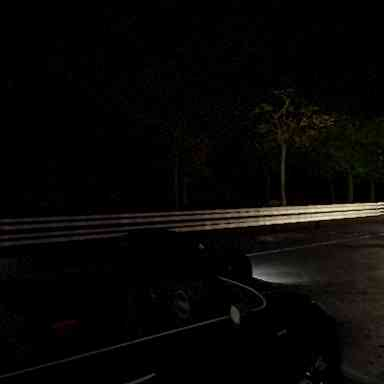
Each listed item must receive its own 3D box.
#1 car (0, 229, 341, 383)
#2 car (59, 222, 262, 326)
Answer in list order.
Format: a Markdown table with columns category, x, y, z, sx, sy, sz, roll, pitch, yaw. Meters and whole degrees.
| category | x | y | z | sx | sy | sz | roll | pitch | yaw |
| --- | --- | --- | --- | --- | --- | --- | --- | --- | --- |
| car | -0.502 | 1.349 | 3.386 | 4.553 | 1.767 | 2.097 | 0 | 0 | -36 |
| car | -0.597 | 1.557 | 7.618 | 4.181 | 1.385 | 1.994 | 0 | 0 | -36 |
